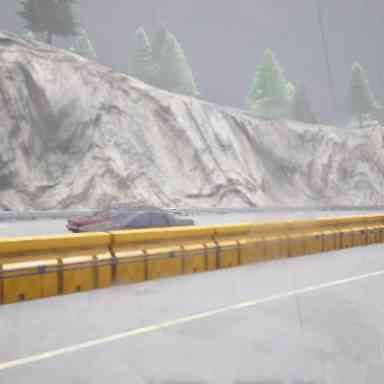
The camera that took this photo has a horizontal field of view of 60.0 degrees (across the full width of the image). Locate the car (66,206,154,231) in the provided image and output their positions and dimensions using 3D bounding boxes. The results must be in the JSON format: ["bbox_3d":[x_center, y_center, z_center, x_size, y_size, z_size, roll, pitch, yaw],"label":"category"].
[{"bbox_3d":[-4.216,1.631,17.928,4.718,1.301,1.895,0,0,-33],"label":"car"}]

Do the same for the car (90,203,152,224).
[{"bbox_3d":[-5.397,1.610,25.436,4.181,1.385,1.994,0,0,-32],"label":"car"}]

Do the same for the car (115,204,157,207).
[{"bbox_3d":[-3.658,1.572,22.405,4.674,1.442,1.812,0,0,-32],"label":"car"}]

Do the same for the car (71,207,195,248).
[{"bbox_3d":[-2.322,1.579,15.000,5.357,1.411,2.033,0,0,-33],"label":"car"}]
